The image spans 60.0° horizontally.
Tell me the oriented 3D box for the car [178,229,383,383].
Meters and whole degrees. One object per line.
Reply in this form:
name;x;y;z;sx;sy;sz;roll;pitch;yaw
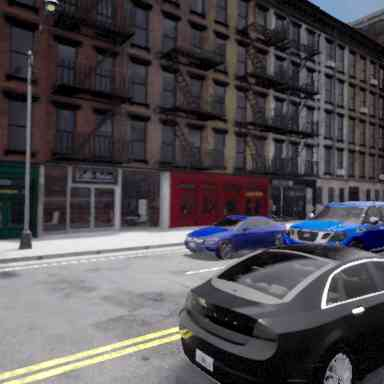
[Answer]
car;2.103;1.559;4.939;4.892;1.490;1.837;1;-1;-36

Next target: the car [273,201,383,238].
car;5.670;1.361;11.726;5.566;2.045;2.150;1;-1;-36

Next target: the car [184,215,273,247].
car;1.907;1.637;13.031;4.674;1.442;1.812;1;-1;-36
